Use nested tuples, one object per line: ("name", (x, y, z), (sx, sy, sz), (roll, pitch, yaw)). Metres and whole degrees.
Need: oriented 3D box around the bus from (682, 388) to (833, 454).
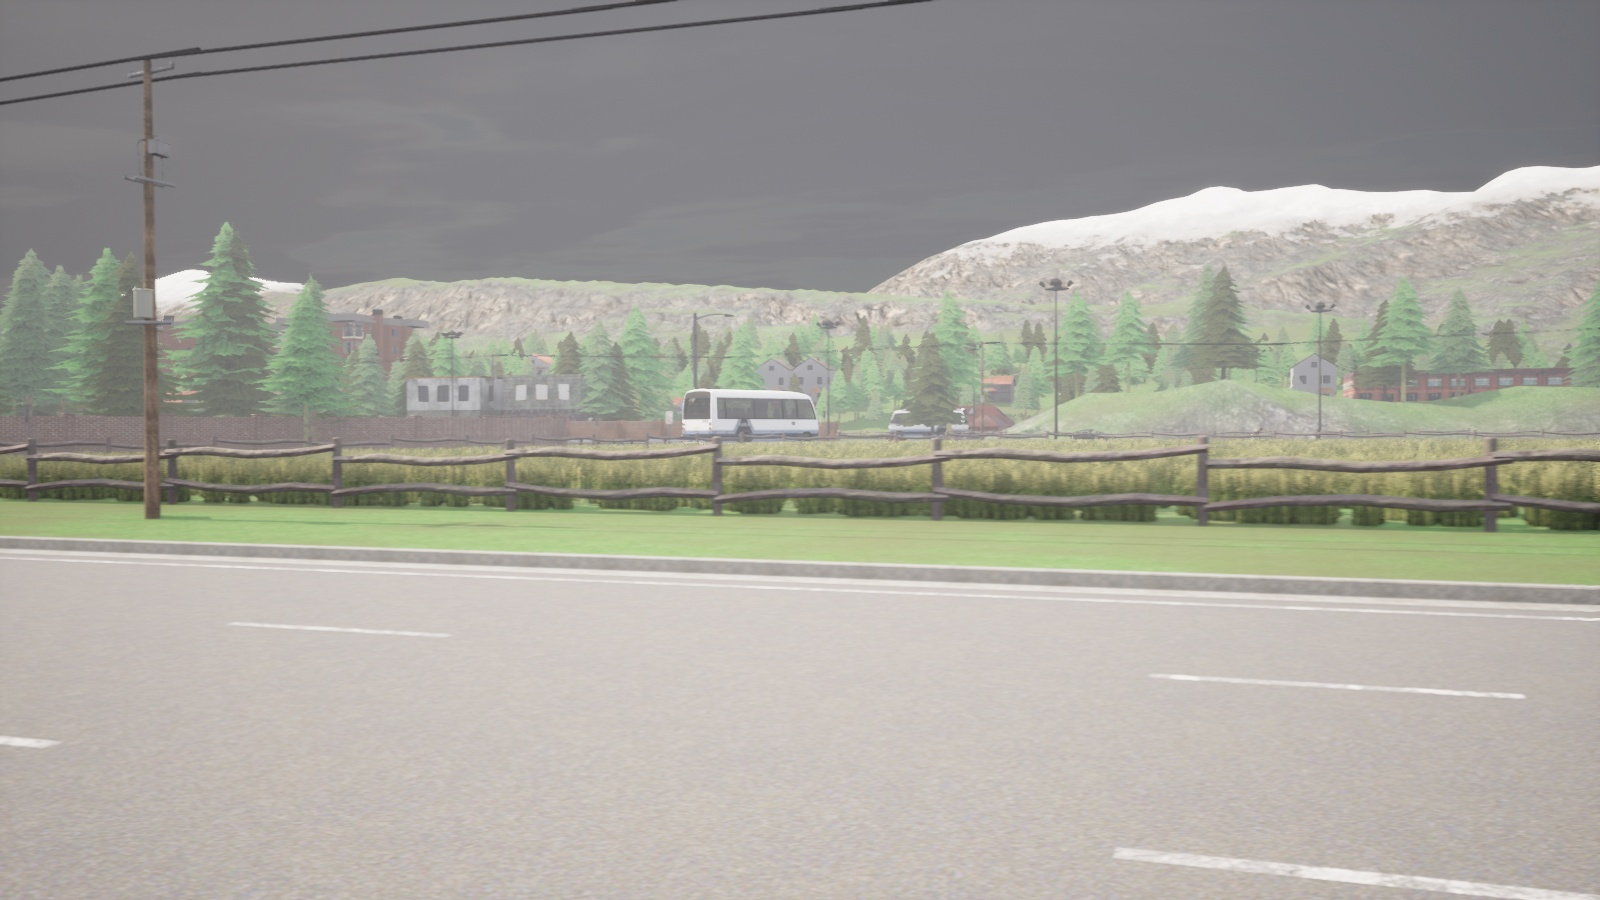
("bus", (-2.775, -1.930, 85.491), (10.273, 4.253, 3.944), (-1, 1, -44))
